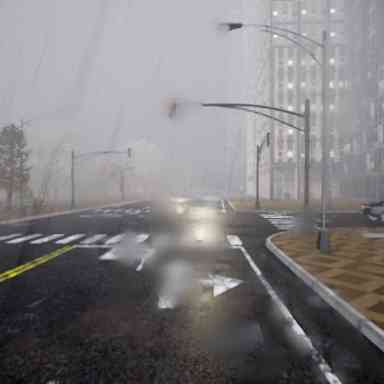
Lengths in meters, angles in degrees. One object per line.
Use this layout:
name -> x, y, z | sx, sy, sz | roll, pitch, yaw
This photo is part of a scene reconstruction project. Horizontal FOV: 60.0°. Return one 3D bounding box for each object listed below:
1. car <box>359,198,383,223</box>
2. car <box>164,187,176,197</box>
car -> 13.147, 1.104, 20.844 | 4.902, 1.511, 2.128 | 0, 1, 5
car -> -4.871, -0.040, 74.660 | 2.150, 2.045, 5.566 | 0, 1, 5
